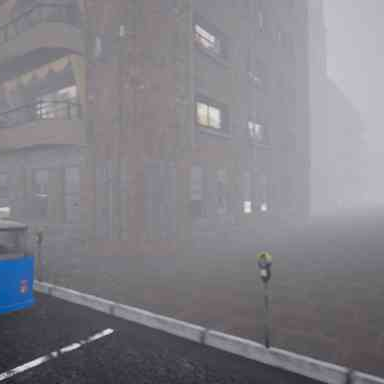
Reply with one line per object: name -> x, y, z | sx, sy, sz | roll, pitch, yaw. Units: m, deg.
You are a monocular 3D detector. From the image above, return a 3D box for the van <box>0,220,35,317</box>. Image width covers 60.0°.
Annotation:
van -> -4.608, 1.335, 6.183 | 3.998, 1.788, 1.690 | 0, -1, 36
